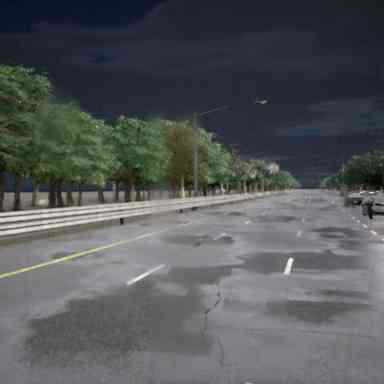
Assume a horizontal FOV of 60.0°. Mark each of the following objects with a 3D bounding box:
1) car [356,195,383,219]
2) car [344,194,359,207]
[{"bbox_3d":[14.010,1.175,24.941,2.128,1.511,4.902,0,1,20],"label":"car"},{"bbox_3d":[19.883,0.997,40.980,1.882,1.535,5.008,0,0,20],"label":"car"}]
